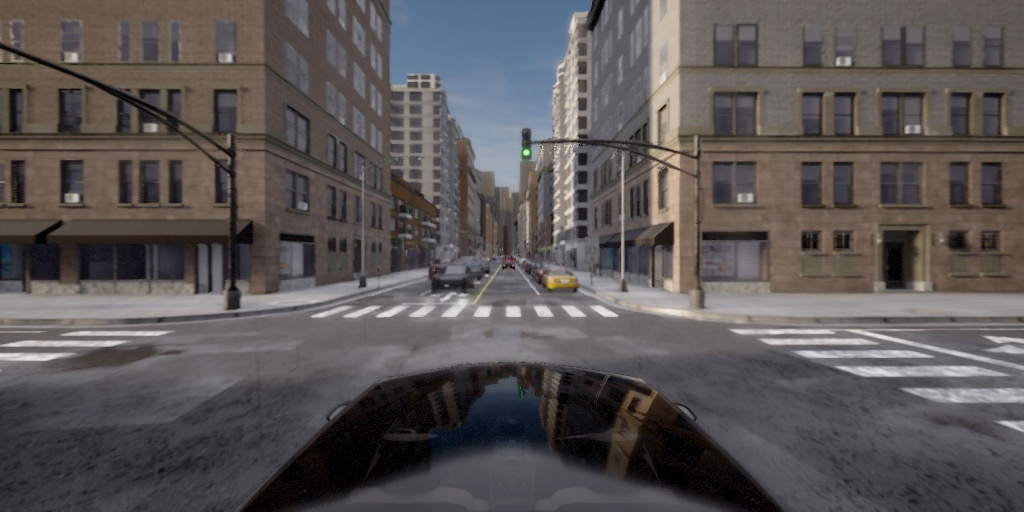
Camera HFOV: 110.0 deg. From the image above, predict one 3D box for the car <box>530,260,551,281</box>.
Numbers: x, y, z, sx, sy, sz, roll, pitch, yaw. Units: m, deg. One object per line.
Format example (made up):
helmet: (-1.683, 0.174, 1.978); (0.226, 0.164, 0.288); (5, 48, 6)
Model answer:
car: (2.653, 1.152, 26.154); (1.967, 1.591, 4.097); (0, 0, -1)

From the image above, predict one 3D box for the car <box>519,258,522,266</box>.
car: (2.411, 1.224, 48.257); (2.007, 1.370, 4.403); (0, 0, -1)

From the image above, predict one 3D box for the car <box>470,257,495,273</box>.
car: (-3.415, 1.187, 40.370); (2.128, 1.511, 4.902); (0, 0, 0)

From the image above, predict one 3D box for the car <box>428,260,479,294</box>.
car: (-3.238, 1.206, 20.448); (1.882, 1.535, 5.008); (0, 0, 1)

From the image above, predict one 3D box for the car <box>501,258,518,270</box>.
car: (-0.465, 1.275, 49.776); (1.895, 1.301, 4.718); (0, 0, -1)

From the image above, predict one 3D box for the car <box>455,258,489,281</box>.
car: (-3.338, 1.205, 29.987); (2.128, 1.511, 4.902); (0, 0, 0)

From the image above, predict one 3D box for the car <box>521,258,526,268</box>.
car: (2.471, 1.230, 42.732); (1.888, 1.381, 4.507); (0, 0, -1)

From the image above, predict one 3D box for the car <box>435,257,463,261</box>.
car: (-5.932, 1.029, 31.586); (2.192, 1.841, 5.009); (0, 0, -1)

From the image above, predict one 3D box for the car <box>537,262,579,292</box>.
car: (2.713, 1.246, 20.798); (1.751, 1.417, 4.829); (0, 0, -1)

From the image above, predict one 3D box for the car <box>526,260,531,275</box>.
car: (2.593, 1.254, 31.679); (2.007, 1.370, 4.403); (0, 0, -1)

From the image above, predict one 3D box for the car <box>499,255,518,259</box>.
car: (-0.575, 0.873, 59.776); (2.150, 2.045, 5.566); (0, 0, -1)

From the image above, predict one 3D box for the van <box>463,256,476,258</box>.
van: (-6.115, 1.025, 48.163); (1.690, 1.789, 3.998); (0, 0, -1)

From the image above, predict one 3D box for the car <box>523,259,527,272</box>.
car: (2.532, 1.260, 37.205); (1.948, 1.339, 4.313); (0, 0, -1)
